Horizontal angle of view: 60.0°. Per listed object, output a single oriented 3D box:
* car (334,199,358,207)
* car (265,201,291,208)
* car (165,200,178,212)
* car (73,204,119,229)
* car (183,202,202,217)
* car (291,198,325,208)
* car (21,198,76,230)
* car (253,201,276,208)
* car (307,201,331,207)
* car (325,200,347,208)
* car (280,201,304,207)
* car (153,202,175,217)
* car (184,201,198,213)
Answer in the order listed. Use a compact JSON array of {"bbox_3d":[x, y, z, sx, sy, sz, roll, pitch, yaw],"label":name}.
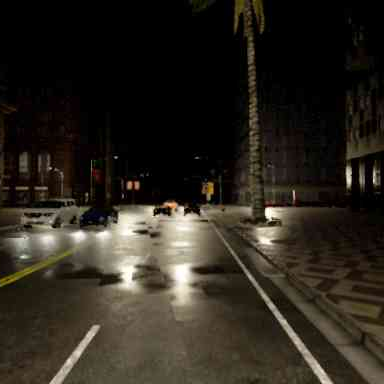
[{"bbox_3d":[31.966,2.328,69.122,4.097,1.590,1.967,0,-1,-1],"label":"car"},{"bbox_3d":[15.198,2.313,60.301,4.206,1.307,1.802,0,-1,-1],"label":"car"},{"bbox_3d":[-3.246,2.007,49.968,2.097,1.767,4.553,0,-1,0],"label":"car"},{"bbox_3d":[-6.646,1.745,24.250,1.882,1.535,5.008,0,-1,0],"label":"car"},{"bbox_3d":[0.025,1.950,37.377,1.837,1.490,4.892,0,-1,0],"label":"car"},{"bbox_3d":[20.835,2.025,60.406,5.009,1.841,2.192,0,-1,-1],"label":"car"},{"bbox_3d":[-9.896,1.486,23.708,2.150,2.045,5.566,0,-1,0],"label":"car"},{"bbox_3d":[15.051,2.513,68.822,4.313,1.339,1.947,0,-1,-1],"label":"car"},{"bbox_3d":[26.328,2.489,69.020,4.206,1.307,1.802,0,-1,-1],"label":"car"},{"bbox_3d":[26.473,2.256,60.499,4.313,1.339,1.947,0,-1,-1],"label":"car"},{"bbox_3d":[20.690,2.492,68.921,4.313,1.339,1.947,0,-1,-1],"label":"car"},{"bbox_3d":[-3.223,2.047,37.322,1.895,1.301,4.718,0,-1,0],"label":"car"},{"bbox_3d":[-0.091,2.076,46.867,1.882,1.535,5.008,0,-1,0],"label":"car"}]
